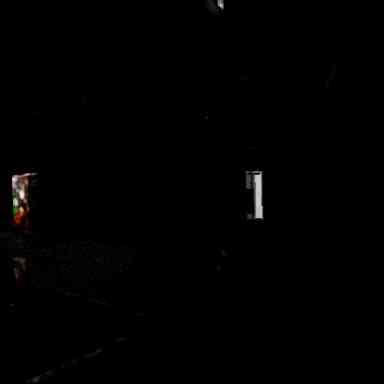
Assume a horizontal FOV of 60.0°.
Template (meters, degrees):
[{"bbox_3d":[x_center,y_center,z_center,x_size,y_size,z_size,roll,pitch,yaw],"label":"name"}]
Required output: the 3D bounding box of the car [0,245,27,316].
[{"bbox_3d":[-5.064,1.526,6.496,4.097,1.590,1.967,-1,-1,35],"label":"car"}]
